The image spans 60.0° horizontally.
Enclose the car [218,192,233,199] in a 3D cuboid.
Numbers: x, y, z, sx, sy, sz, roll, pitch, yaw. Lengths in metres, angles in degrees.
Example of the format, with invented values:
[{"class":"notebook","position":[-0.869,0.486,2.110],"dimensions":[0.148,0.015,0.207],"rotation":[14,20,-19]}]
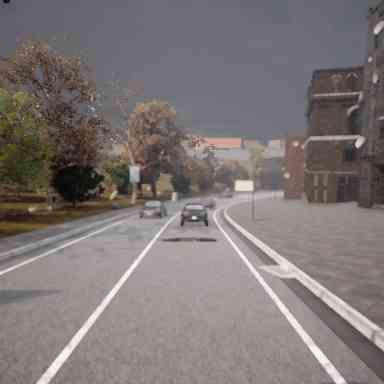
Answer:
[{"class":"car","position":[6.822,0.609,68.066],"dimensions":[1.994,1.385,4.181],"rotation":[3,3,27]}]

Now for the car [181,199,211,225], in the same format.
[{"class":"car","position":[0.183,1.484,23.516],"dimensions":[1.812,1.442,4.674],"rotation":[0,0,1]}]

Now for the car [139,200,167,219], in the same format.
[{"class":"car","position":[-3.277,1.459,28.665],"dimensions":[1.812,1.442,4.674],"rotation":[0,0,3]}]

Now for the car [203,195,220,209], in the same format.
[{"class":"car","position":[2.000,1.391,42.155],"dimensions":[1.994,1.385,4.181],"rotation":[1,1,11]}]
